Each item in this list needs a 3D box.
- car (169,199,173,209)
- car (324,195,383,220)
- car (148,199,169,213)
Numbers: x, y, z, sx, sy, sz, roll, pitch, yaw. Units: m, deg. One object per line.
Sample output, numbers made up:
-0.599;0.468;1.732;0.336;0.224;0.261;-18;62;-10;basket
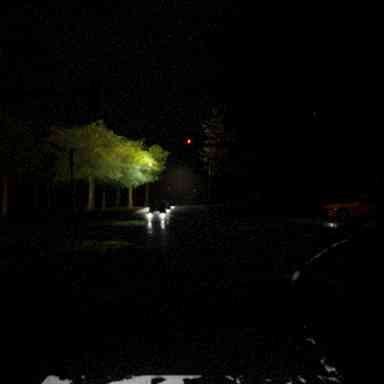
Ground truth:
-4.389;1.986;51.410;1.812;1.442;4.674;0;-1;0;car
11.160;0.934;21.423;5.008;1.535;1.882;-2;0;9;car
-4.156;1.802;40.482;1.837;1.490;4.892;0;-1;-1;car
